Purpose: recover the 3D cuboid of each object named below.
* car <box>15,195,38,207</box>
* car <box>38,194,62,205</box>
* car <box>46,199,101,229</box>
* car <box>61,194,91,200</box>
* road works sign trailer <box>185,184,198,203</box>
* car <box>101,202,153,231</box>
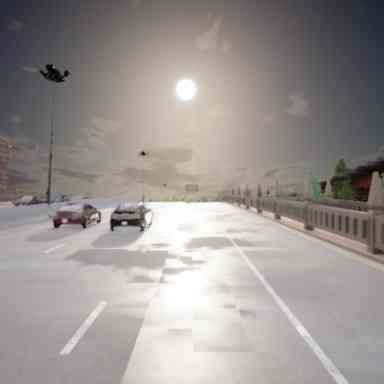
[{"bbox_3d":[-21.074,1.187,43.211,1.812,1.442,4.674,0,0,0],"label":"car"},{"bbox_3d":[-17.575,1.013,43.253,2.097,1.767,4.553,0,0,0],"label":"car"},{"bbox_3d":[-6.901,1.366,20.322,1.812,1.442,4.674,0,0,0],"label":"car"},{"bbox_3d":[-14.082,1.153,41.467,1.882,1.535,5.008,0,0,0],"label":"car"},{"bbox_3d":[0.007,0.267,62.451,2.380,3.560,2.880,0,-2,2],"label":"road works sign trailer"},{"bbox_3d":[-3.401,1.341,19.177,2.128,1.511,4.902,0,0,0],"label":"car"}]
